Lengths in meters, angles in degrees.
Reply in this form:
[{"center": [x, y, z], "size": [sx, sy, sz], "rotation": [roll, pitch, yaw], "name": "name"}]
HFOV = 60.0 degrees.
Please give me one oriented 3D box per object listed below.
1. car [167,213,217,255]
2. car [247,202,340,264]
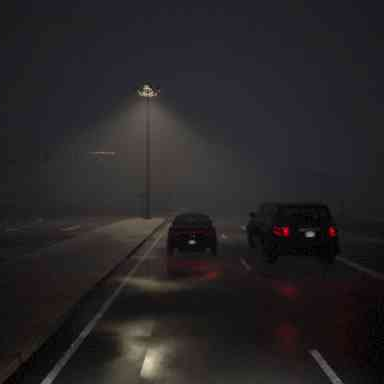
[{"center": [0.023, 1.634, 14.192], "size": [1.882, 1.535, 5.008], "rotation": [0, 0, 0], "name": "car"}, {"center": [3.507, 1.363, 12.519], "size": [2.150, 2.045, 5.566], "rotation": [0, 0, 0], "name": "car"}]
